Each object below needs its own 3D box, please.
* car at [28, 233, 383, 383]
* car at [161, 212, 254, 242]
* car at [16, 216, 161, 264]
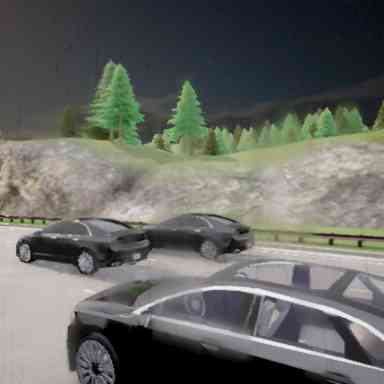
[{"bbox_3d":[0.684,1.496,3.447,4.902,1.511,2.128,0,0,35],"label":"car"},{"bbox_3d":[-0.127,1.532,12.431,4.892,1.490,1.837,0,0,33],"label":"car"},{"bbox_3d":[-3.560,1.540,10.486,4.892,1.490,1.837,0,0,33],"label":"car"}]
